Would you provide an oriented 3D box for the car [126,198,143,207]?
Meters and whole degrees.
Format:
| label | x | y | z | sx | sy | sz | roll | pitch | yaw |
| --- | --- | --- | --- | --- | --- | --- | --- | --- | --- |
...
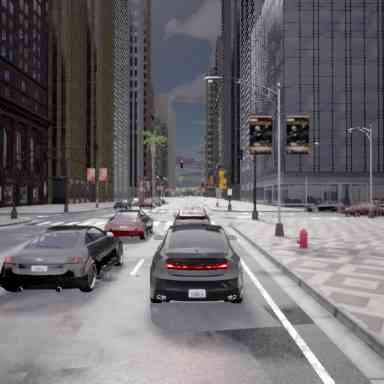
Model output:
| label | x | y | z | sx | sy | sz | roll | pitch | yaw |
| --- | --- | --- | --- | --- | --- | --- | --- | --- | --- |
| car | -9.928 | 1.775 | 57.844 | 2.128 | 1.511 | 4.902 | 0 | 0 | 0 |

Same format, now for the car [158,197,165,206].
| label | x | y | z | sx | sy | sz | roll | pitch | yaw |
| --- | --- | --- | --- | --- | --- | --- | --- | --- | --- |
| car | -6.669 | 1.651 | 60.057 | 2.097 | 1.767 | 4.553 | 0 | 0 | 0 |

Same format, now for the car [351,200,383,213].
| label | x | y | z | sx | sy | sz | roll | pitch | yaw |
| --- | --- | --- | --- | --- | --- | --- | --- | --- | --- |
| car | 20.762 | 1.641 | 37.856 | 4.313 | 1.339 | 1.947 | 0 | 0 | -1 |

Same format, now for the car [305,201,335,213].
| label | x | y | z | sx | sy | sz | roll | pitch | yaw |
| --- | --- | --- | --- | --- | --- | --- | --- | --- | --- |
| car | 15.123 | 1.660 | 37.759 | 4.313 | 1.339 | 1.947 | 0 | 0 | -1 |

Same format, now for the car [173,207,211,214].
| label | x | y | z | sx | sy | sz | roll | pitch | yaw |
| --- | --- | --- | --- | --- | --- | --- | --- | --- | --- |
| car | 0.021 | 1.529 | 17.510 | 2.128 | 1.511 | 4.902 | 0 | 0 | 0 |

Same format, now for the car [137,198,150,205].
| label | x | y | z | sx | sy | sz | roll | pitch | yaw |
| --- | --- | --- | --- | --- | --- | --- | --- | --- | --- |
| car | -9.867 | 1.923 | 67.730 | 1.994 | 1.385 | 4.181 | 0 | 0 | 1 |

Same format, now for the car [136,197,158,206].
| label | x | y | z | sx | sy | sz | roll | pitch | yaw |
| --- | --- | --- | --- | --- | --- | --- | --- | --- | --- |
| car | -6.679 | 1.706 | 50.020 | 1.882 | 1.535 | 5.008 | 0 | 0 | 0 |

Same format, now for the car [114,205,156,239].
| label | x | y | z | sx | sy | sz | roll | pitch | yaw |
| --- | --- | --- | --- | --- | --- | --- | --- | --- | --- |
| car | -3.178 | 1.601 | 17.362 | 1.994 | 1.385 | 4.181 | 0 | 0 | 0 |

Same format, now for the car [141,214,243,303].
| label | x | y | z | sx | sy | sz | roll | pitch | yaw |
| --- | --- | --- | --- | --- | --- | --- | --- | --- | --- |
| car | 0.087 | 1.515 | 8.189 | 1.837 | 1.490 | 4.892 | 0 | 0 | 0 |

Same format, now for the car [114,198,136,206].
| label | x | y | z | sx | sy | sz | roll | pitch | yaw |
| --- | --- | --- | --- | --- | --- | --- | --- | --- | --- |
| car | -9.929 | 1.765 | 48.290 | 2.033 | 1.411 | 5.357 | 0 | 0 | 0 |

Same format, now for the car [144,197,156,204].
| label | x | y | z | sx | sy | sz | roll | pitch | yaw |
| --- | --- | --- | --- | --- | --- | --- | --- | --- | --- |
| car | -9.881 | 1.985 | 78.324 | 2.033 | 1.411 | 5.357 | 0 | 0 | 0 |

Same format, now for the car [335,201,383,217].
| label | x | y | z | sx | sy | sz | roll | pitch | yaw |
| --- | --- | --- | --- | --- | --- | --- | --- | --- | --- |
| car | 15.267 | 1.575 | 29.235 | 4.206 | 1.307 | 1.802 | 0 | 0 | -1 |

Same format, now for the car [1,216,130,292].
| label | x | y | z | sx | sy | sz | roll | pitch | yaw |
| --- | --- | --- | --- | --- | --- | --- | --- | --- | --- |
| car | -3.170 | 1.576 | 8.963 | 1.994 | 1.385 | 4.181 | 0 | 0 | 1 |
